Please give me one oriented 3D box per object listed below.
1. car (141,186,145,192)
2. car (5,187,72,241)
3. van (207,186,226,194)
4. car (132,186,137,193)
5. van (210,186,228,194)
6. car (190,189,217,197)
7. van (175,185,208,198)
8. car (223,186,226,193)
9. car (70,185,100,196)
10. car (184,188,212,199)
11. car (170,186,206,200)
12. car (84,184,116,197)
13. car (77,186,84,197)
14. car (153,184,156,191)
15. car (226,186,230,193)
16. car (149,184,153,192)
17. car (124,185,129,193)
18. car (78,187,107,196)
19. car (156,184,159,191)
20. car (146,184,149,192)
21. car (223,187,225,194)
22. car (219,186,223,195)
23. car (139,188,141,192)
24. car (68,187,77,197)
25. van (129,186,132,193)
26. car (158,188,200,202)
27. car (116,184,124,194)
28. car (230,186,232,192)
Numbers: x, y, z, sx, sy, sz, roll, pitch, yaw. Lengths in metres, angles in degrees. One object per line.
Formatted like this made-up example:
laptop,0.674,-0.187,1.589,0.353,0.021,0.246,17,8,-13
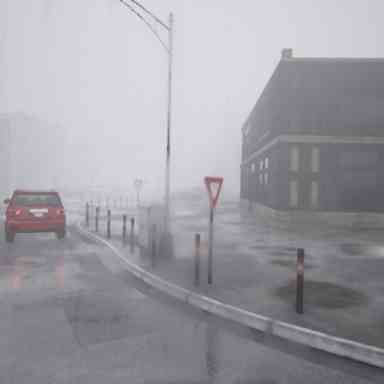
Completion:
car,-14.804,-0.780,81.801,4.553,1.767,2.185,2,2,12
car,-7.029,0.890,14.901,2.150,2.045,5.566,1,1,-28
van,6.229,-0.521,84.080,4.442,1.987,1.878,2,2,12
car,-15.932,-0.525,76.408,5.008,1.535,2.097,2,2,12
van,7.039,-0.576,86.746,4.442,1.987,1.878,2,2,12
car,2.268,0.175,65.044,4.892,1.521,2.231,2,2,12
van,-0.152,0.211,54.316,4.442,1.987,1.878,2,2,12
car,4.012,-0.286,73.316,5.566,2.045,2.435,2,2,12
car,-19.349,-0.256,60.218,4.553,1.767,2.185,2,2,12
car,1.129,0.186,59.602,4.553,1.767,2.185,2,2,12
car,-0.618,0.375,51.445,4.553,1.767,2.185,2,1,12
car,-15.539,-0.218,56.445,2.150,2.045,5.566,0,1,13
car,-20.538,-0.012,54.838,5.008,1.535,2.097,2,1,12
car,-13.043,-0.838,89.884,4.892,1.521,2.231,2,2,12
car,5.788,-0.478,81.331,5.566,2.045,2.435,2,2,12
car,-13.619,-0.777,87.188,4.892,1.521,2.231,2,2,12
car,-16.897,-0.391,70.976,5.366,1.575,1.946,2,2,12
car,-18.812,-0.193,62.930,4.892,1.521,2.231,2,2,12
car,-12.468,-0.898,92.579,4.892,1.521,2.231,2,2,12
car,-14.167,-0.842,84.484,4.553,1.767,2.185,2,2,12
car,3.607,0.038,70.439,5.366,1.575,1.946,2,2,12
car,2.877,-0.146,67.747,5.566,2.045,2.435,2,2,12
car,-15.379,-0.717,79.105,4.553,1.767,2.185,2,2,12
car,-21.076,-0.082,52.126,4.553,1.767,2.185,2,1,12
van,-16.384,-0.682,73.680,4.442,1.987,1.878,2,2,12
car,-1.819,0.631,46.148,4.792,1.488,2.163,2,1,12
car,-17.677,-0.579,68.318,5.566,2.045,2.435,2,2,12
car,7.525,-0.377,89.618,4.674,1.452,2.002,2,2,12
